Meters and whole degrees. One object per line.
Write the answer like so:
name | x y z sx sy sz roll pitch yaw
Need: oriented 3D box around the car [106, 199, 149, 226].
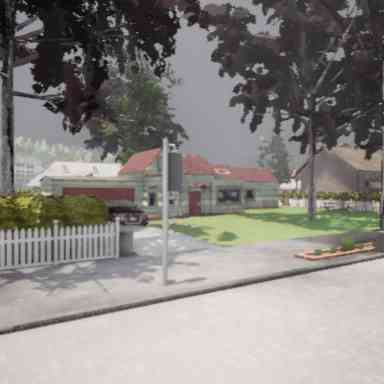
car | -3.868 1.079 17.473 1.994 1.381 4.181 0 1 -33
